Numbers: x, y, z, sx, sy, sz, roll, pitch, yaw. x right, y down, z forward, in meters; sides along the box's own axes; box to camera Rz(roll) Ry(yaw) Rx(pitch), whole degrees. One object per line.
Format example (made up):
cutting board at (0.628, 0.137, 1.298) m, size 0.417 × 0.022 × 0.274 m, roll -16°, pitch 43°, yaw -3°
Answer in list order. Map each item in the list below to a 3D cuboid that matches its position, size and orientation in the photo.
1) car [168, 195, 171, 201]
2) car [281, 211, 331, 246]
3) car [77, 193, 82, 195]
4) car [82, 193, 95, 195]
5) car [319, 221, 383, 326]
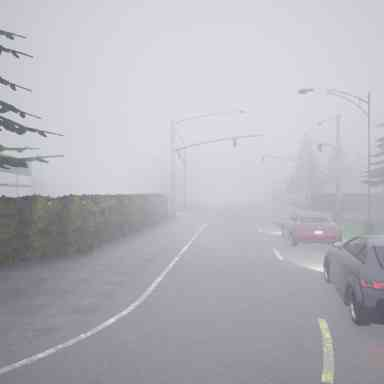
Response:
car at (-4.948, 1.373, 75.634) m, size 1.845 × 1.501 × 3.633 m, roll 0°, pitch 0°, yaw 7°
car at (5.277, 1.564, 15.143) m, size 1.994 × 1.385 × 4.181 m, roll 0°, pitch 0°, yaw 8°
car at (-26.288, 1.077, 78.179) m, size 1.905 × 1.878 × 3.866 m, roll 0°, pitch 0°, yaw 7°
car at (-23.353, 1.097, 78.207) m, size 1.932 × 1.855 × 4.605 m, roll 0°, pitch 0°, yaw 7°
car at (4.002, 1.564, 6.830) m, size 1.994 × 1.385 × 4.181 m, roll 0°, pitch 0°, yaw 14°
